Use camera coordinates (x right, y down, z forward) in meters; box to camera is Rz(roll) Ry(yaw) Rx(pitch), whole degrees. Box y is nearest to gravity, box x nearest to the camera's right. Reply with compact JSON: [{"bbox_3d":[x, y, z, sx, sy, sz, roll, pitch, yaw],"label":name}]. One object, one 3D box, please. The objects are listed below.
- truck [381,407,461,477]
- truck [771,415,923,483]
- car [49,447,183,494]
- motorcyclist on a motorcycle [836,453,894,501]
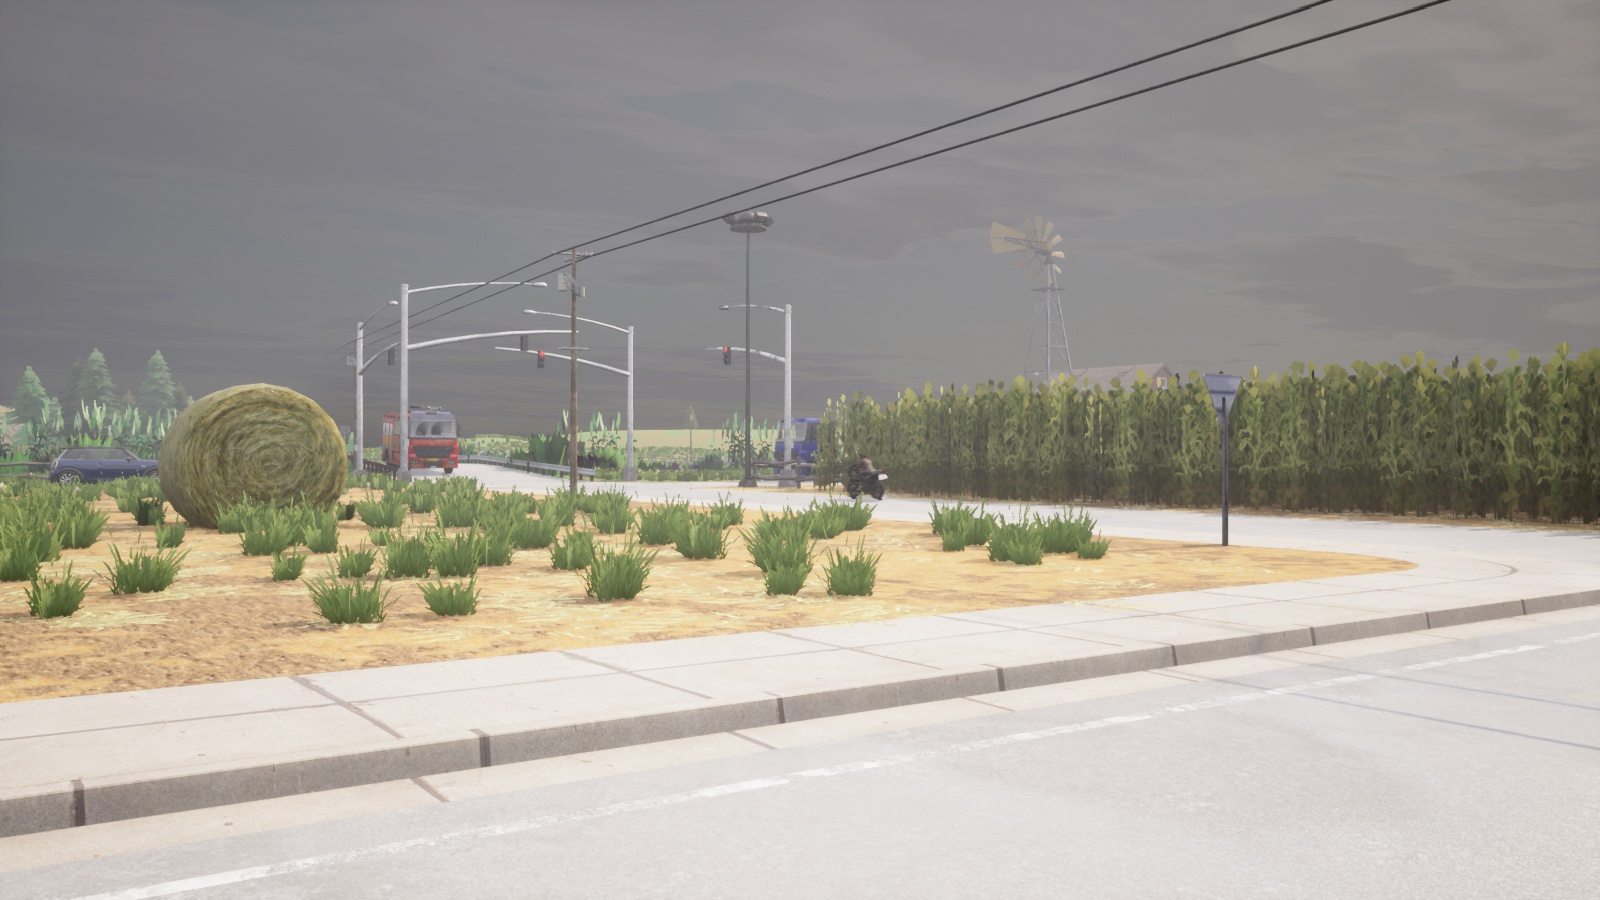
[{"bbox_3d":[-22.412,-0.567,73.935,2.891,3.827,8.468,0,2,-28],"label":"truck"},{"bbox_3d":[2.576,-0.051,67.426,7.936,3.462,2.891,0,0,-34],"label":"truck"},{"bbox_3d":[-26.926,0.773,49.439,4.553,1.767,2.097,0,0,-31],"label":"car"},{"bbox_3d":[2.081,0.848,40.469,0.797,1.523,2.044,0,0,-34],"label":"motorcyclist on a motorcycle"}]
